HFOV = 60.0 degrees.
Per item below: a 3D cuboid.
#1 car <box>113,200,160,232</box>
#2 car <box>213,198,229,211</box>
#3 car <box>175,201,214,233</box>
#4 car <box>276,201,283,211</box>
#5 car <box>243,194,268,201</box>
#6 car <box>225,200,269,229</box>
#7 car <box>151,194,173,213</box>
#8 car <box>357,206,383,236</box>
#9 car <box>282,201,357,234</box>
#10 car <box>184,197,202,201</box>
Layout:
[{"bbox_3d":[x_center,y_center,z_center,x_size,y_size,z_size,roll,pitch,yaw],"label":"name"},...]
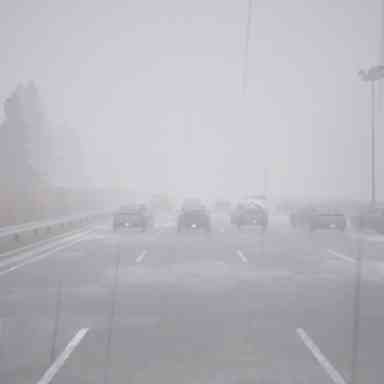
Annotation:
[{"bbox_3d":[-3.409,1.485,19.996,2.128,1.511,4.902,0,0,0],"label":"car"},{"bbox_3d":[3.584,1.465,39.582,1.882,1.535,5.008,0,0,0],"label":"car"},{"bbox_3d":[0.091,1.498,19.778,1.837,1.490,4.892,0,0,0],"label":"car"},{"bbox_3d":[10.585,1.589,36.510,1.895,1.301,4.718,0,0,0],"label":"car"},{"bbox_3d":[7.084,1.209,37.260,2.150,2.045,5.566,0,0,0],"label":"car"},{"bbox_3d":[3.591,1.485,21.479,2.128,1.511,4.902,0,0,0],"label":"car"},{"bbox_3d":[-3.416,1.209,37.262,2.150,2.045,5.566,0,0,0],"label":"car"},{"bbox_3d":[10.579,1.520,18.362,1.812,1.442,4.674,0,0,0],"label":"car"},{"bbox_3d":[7.092,1.485,19.148,2.128,1.511,4.902,0,0,0],"label":"car"},{"bbox_3d":[0.084,1.340,37.718,2.097,1.767,4.553,0,0,0],"label":"car"}]
